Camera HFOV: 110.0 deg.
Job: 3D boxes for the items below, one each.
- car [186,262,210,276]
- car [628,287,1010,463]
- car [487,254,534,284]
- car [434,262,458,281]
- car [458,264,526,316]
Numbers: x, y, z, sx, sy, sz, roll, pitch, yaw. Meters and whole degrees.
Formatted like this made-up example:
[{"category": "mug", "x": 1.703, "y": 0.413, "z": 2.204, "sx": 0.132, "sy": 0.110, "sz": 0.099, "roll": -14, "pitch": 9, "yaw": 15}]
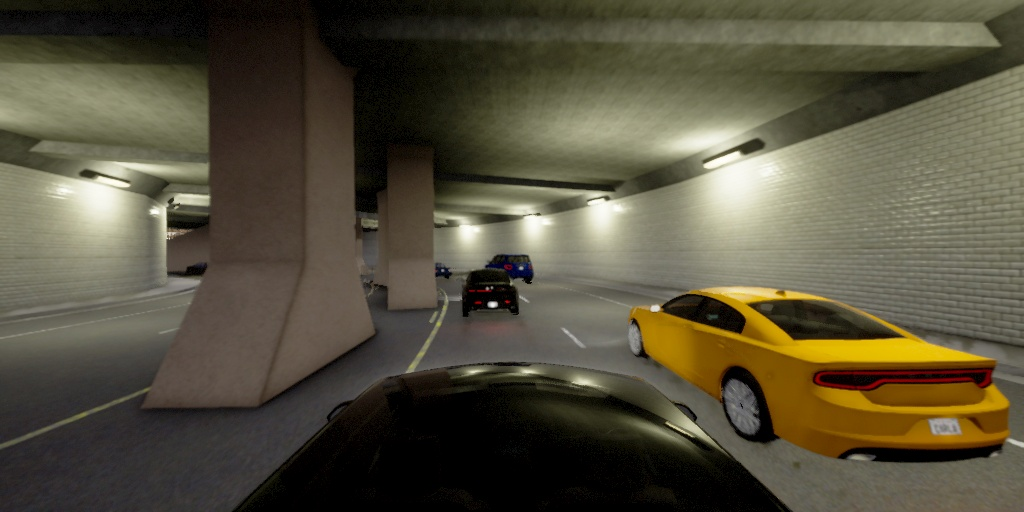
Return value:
[{"category": "car", "x": -31.647, "y": 1.331, "z": 37.525, "sx": 5.357, "sy": 1.411, "sz": 2.033, "roll": 0, "pitch": 0, "yaw": 22}, {"category": "car", "x": 3.335, "y": 1.189, "z": 5.315, "sx": 1.882, "sy": 1.535, "sz": 5.008, "roll": 0, "pitch": 0, "yaw": -2}, {"category": "car", "x": -0.361, "y": 0.862, "z": 25.236, "sx": 2.150, "sy": 2.045, "sz": 5.566, "roll": 0, "pitch": 0, "yaw": -21}, {"category": "car", "x": -6.814, "y": 1.204, "z": 30.511, "sx": 2.033, "sy": 1.411, "sz": 5.357, "roll": 0, "pitch": 0, "yaw": -32}, {"category": "car", "x": -0.931, "y": 1.206, "z": 13.178, "sx": 1.837, "sy": 1.490, "sz": 4.892, "roll": 0, "pitch": 0, "yaw": -9}]
